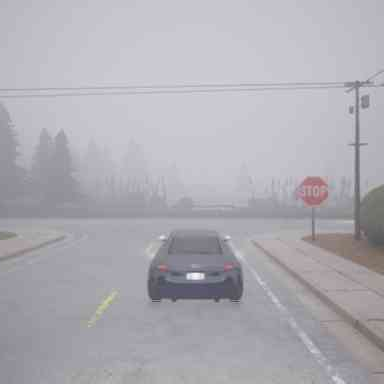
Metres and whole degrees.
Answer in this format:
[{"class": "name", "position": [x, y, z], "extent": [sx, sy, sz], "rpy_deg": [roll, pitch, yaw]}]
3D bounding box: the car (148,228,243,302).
[{"class": "car", "position": [0.072, 1.593, 8.382], "extent": [1.994, 1.385, 4.181], "rpy_deg": [0, 0, 0]}]
